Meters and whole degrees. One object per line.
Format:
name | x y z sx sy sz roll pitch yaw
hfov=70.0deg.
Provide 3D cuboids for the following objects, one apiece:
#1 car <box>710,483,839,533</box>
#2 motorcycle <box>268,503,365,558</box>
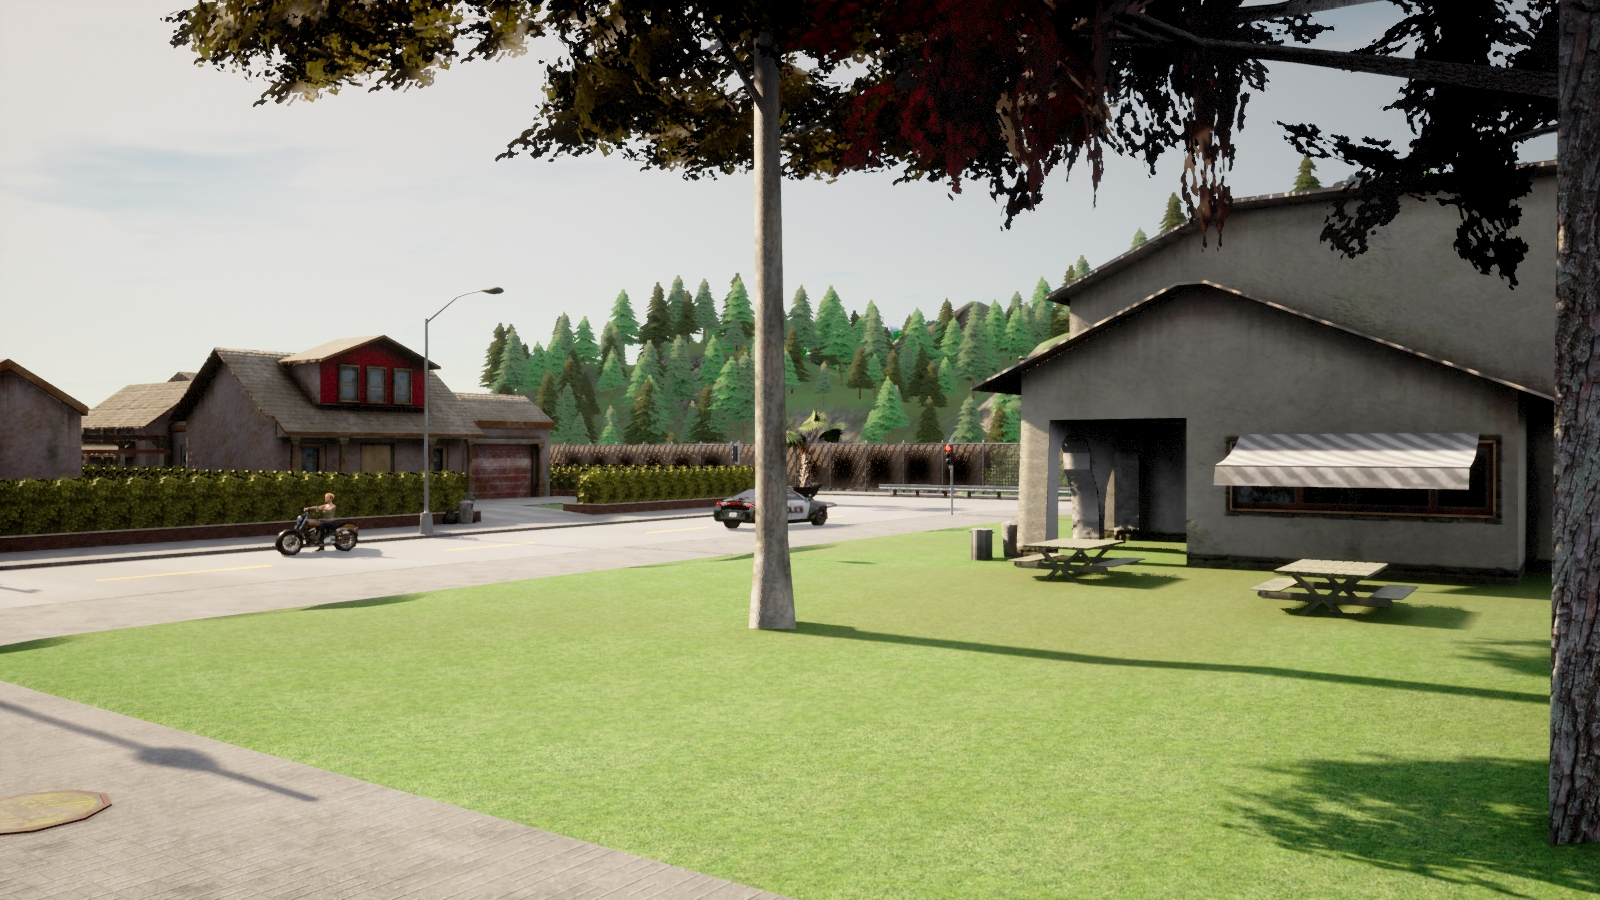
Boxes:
car | -0.850 2.038 41.431 2.038 1.542 4.974 0 0 37
motorcycle | -13.052 2.155 30.913 0.764 1.307 2.356 0 0 35
